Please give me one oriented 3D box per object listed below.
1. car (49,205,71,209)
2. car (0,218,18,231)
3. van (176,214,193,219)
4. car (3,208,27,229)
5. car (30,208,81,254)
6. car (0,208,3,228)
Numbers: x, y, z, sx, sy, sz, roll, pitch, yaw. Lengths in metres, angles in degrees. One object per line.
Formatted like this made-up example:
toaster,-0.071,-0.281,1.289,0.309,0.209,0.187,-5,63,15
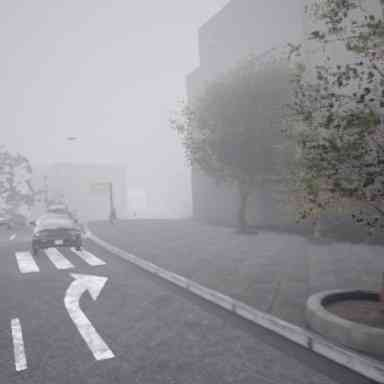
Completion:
car,-10.415,1.822,26.571,1.837,1.490,4.892,-2,-4,-12
car,-32.275,5.660,57.688,5.566,2.045,2.150,-6,-6,44
van,-1.373,5.321,65.262,1.878,1.987,4.442,6,-10,-41
car,-13.014,1.825,23.036,2.033,1.411,5.357,-2,-2,-13
car,-6.022,1.710,14.632,1.812,1.442,4.674,0,0,-26
car,-8.547,1.541,12.410,2.097,1.767,4.553,0,0,-25
